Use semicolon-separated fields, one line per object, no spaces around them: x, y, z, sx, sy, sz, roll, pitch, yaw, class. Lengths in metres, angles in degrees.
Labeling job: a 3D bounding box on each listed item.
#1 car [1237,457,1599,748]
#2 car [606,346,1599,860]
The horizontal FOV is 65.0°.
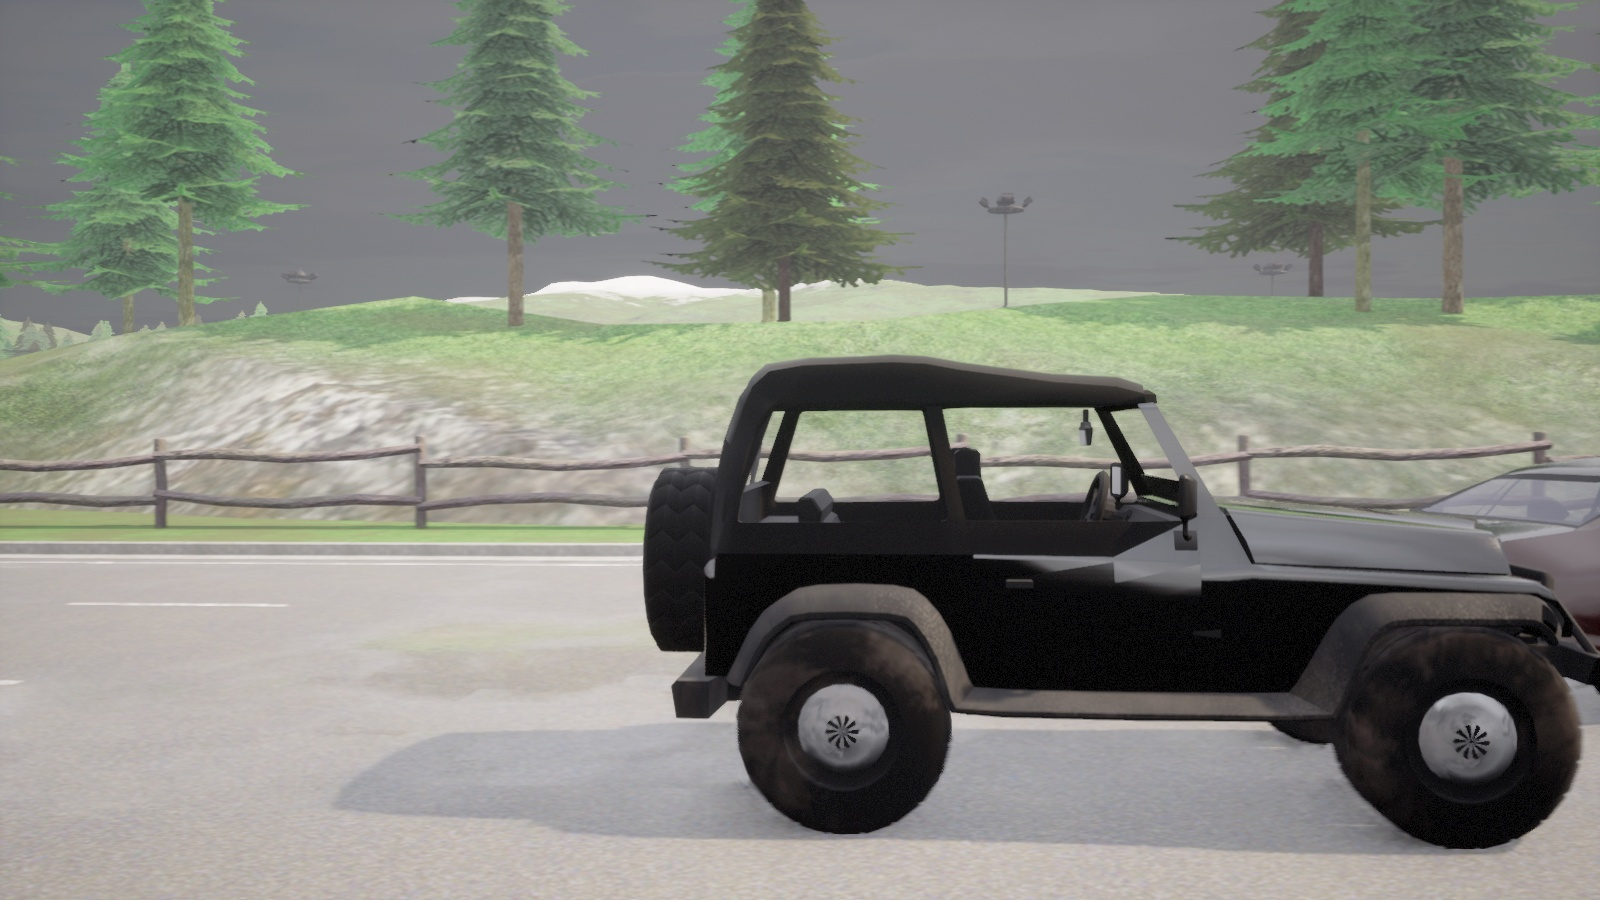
5.722;0.769;7.873;5.357;1.411;2.033;0;1;-13;car
1.255;0.536;5.669;3.866;1.878;1.905;0;1;5;car
